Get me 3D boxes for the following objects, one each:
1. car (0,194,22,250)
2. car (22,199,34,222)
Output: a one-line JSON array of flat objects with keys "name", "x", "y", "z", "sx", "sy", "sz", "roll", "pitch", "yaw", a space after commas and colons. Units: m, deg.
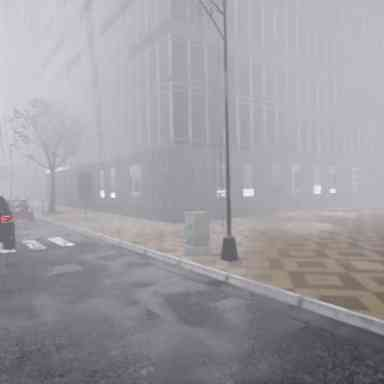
[{"name": "car", "x": -8.311, "y": 1.071, "z": 12.803, "sx": 2.150, "sy": 2.045, "sz": 5.566, "roll": -1, "pitch": 1, "yaw": -36}, {"name": "car", "x": -11.930, "y": 1.157, "z": 22.225, "sx": 1.967, "sy": 1.590, "sz": 4.097, "roll": 0, "pitch": 1, "yaw": -36}]
